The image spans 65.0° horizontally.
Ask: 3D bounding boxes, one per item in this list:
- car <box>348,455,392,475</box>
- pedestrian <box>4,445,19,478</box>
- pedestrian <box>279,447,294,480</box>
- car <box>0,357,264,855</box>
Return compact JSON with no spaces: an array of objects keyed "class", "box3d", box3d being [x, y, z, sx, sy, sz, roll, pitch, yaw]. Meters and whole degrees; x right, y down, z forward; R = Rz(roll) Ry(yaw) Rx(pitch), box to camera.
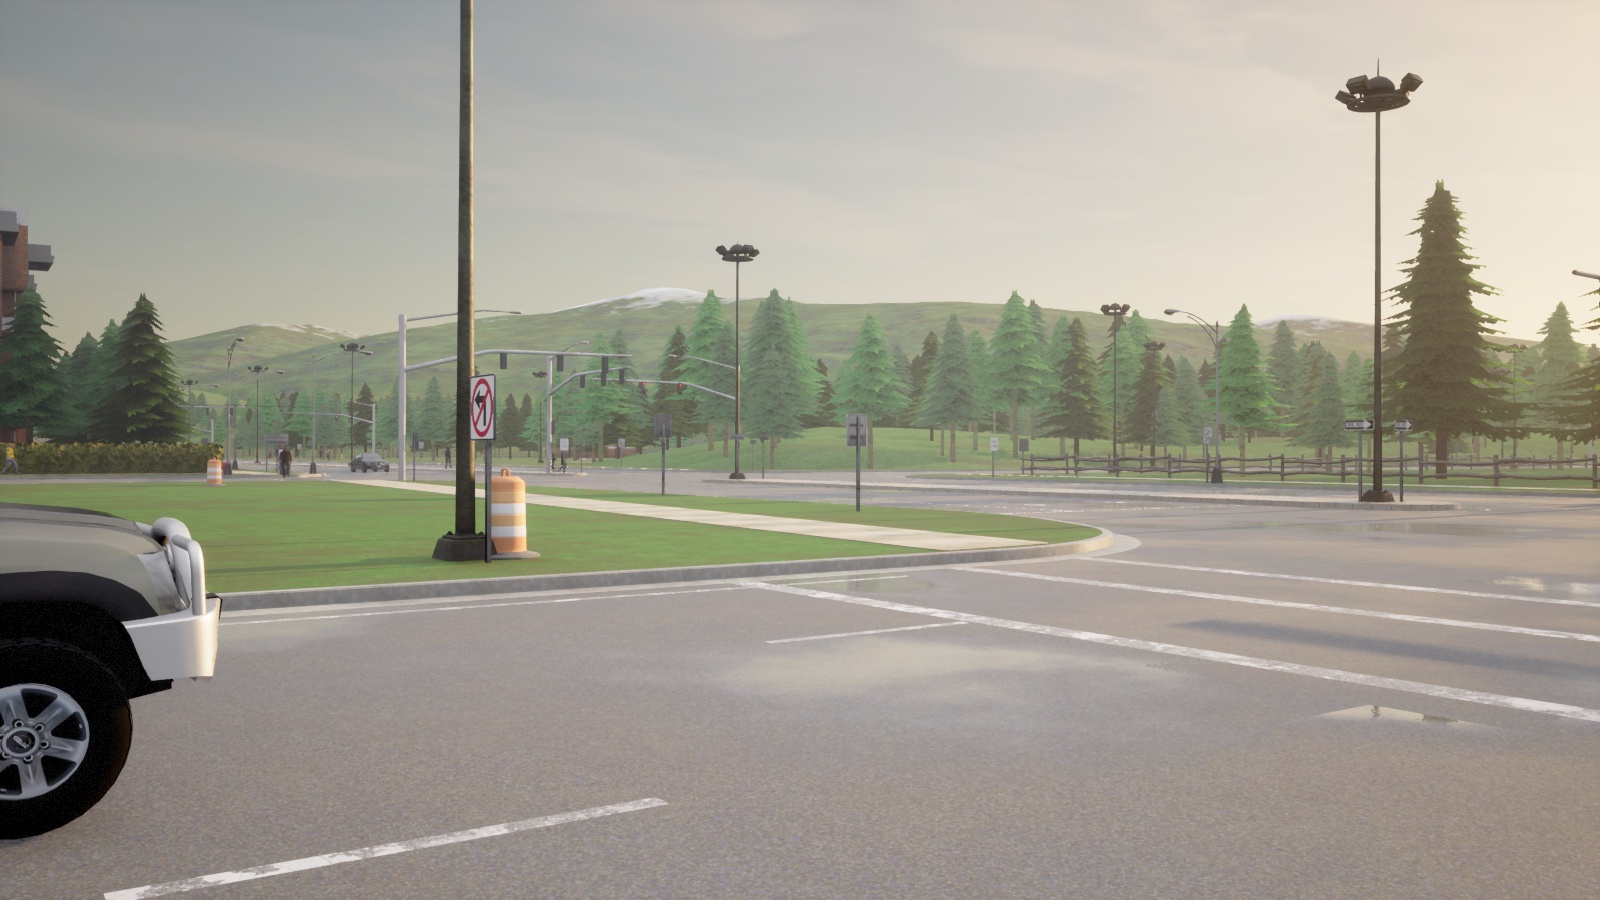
[{"class":"car","box3d":[-31.644,1.063,92.293,1.812,1.442,4.674,0,0,-35]},{"class":"pedestrian","box3d":[-43.943,0.638,69.982,0.706,1.836,0.354,0,0,-34]},{"class":"pedestrian","box3d":[-28.717,0.770,70.179,0.634,1.844,0.899,0,0,-31]},{"class":"car","box3d":[-4.662,0.583,4.678,4.605,1.855,1.932,0,0,-35]}]
